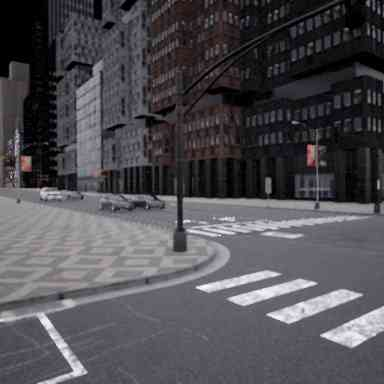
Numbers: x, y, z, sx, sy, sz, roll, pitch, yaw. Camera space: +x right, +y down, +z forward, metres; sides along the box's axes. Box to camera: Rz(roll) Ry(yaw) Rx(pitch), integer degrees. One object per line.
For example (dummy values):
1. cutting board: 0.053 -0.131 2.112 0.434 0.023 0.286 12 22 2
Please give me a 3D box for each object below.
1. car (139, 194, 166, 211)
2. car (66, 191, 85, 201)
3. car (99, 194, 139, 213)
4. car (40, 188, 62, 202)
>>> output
1. car: -4.313 0.969 32.199 1.837 1.490 4.892 -1 1 -36
2. car: -18.110 0.625 51.362 1.837 1.490 4.892 -1 1 -35
3. car: -6.956 1.006 30.308 1.837 1.490 4.892 -1 1 -36
4. car: -21.392 0.365 50.364 2.150 2.045 5.566 -1 1 -36
